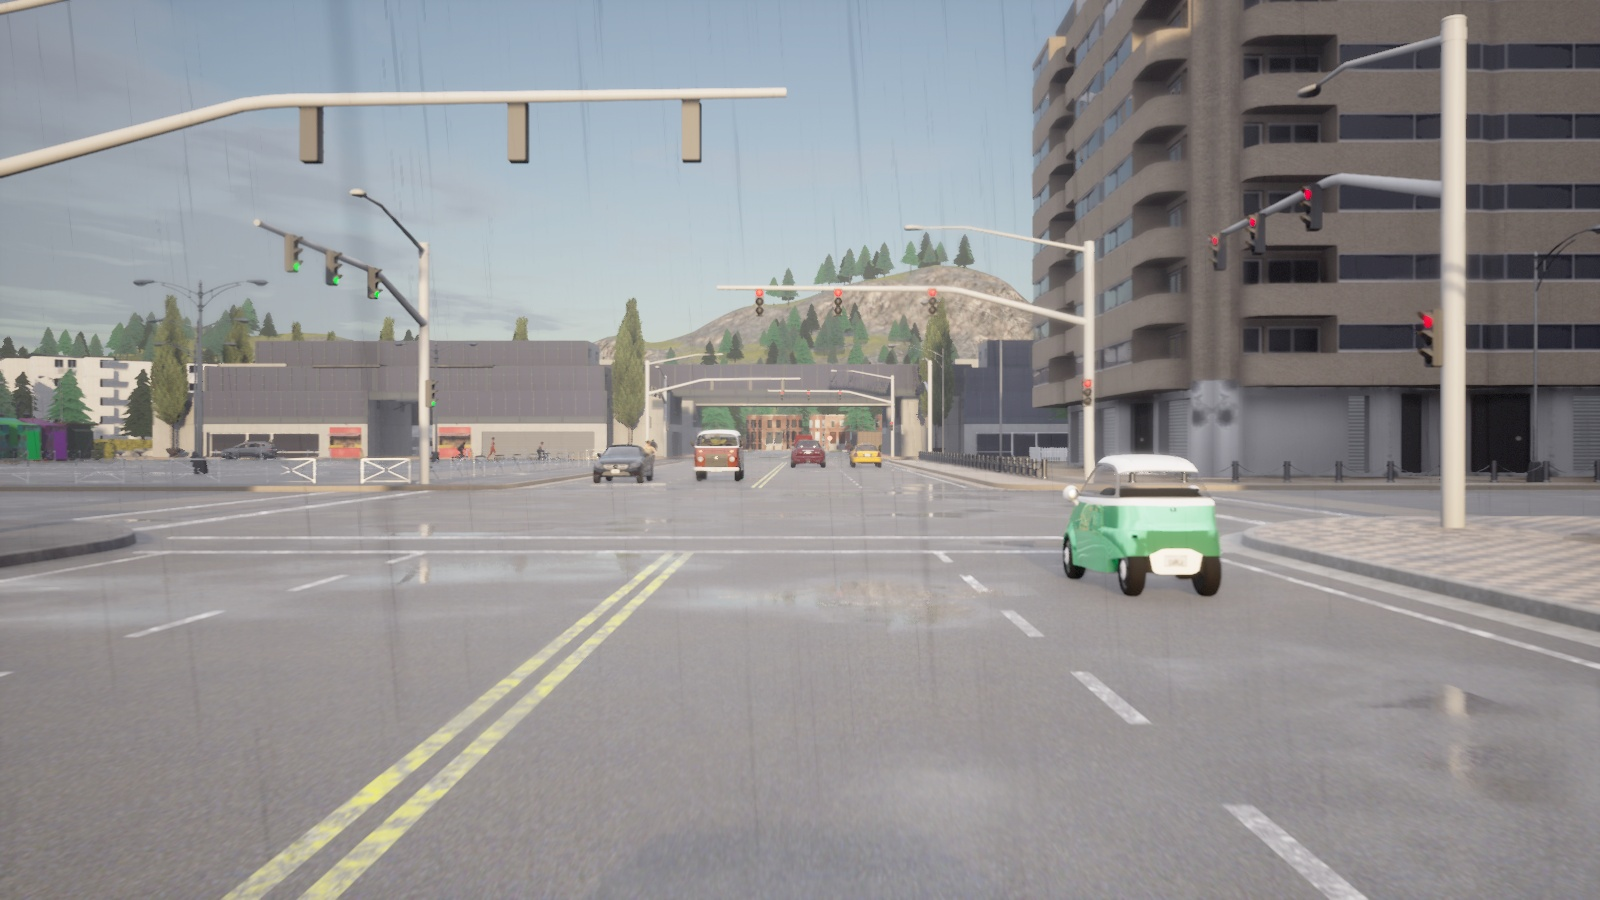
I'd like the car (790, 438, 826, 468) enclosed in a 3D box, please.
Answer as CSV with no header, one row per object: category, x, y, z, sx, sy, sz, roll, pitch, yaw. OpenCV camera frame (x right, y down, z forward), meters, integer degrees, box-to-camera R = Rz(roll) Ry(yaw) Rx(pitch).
car,0.491,0.171,77.105,2.097,1.767,4.553,0,0,0

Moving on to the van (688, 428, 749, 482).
van,-3.177,0.187,49.803,2.069,2.038,4.480,0,0,0

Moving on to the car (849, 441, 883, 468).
car,3.987,0.258,76.497,1.801,1.575,5.366,0,0,0

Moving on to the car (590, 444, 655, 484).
car,-6.690,0.497,47.810,1.812,1.442,4.674,0,0,0

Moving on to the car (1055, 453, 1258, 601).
car,3.596,0.732,12.990,1.481,1.376,2.207,0,0,0
